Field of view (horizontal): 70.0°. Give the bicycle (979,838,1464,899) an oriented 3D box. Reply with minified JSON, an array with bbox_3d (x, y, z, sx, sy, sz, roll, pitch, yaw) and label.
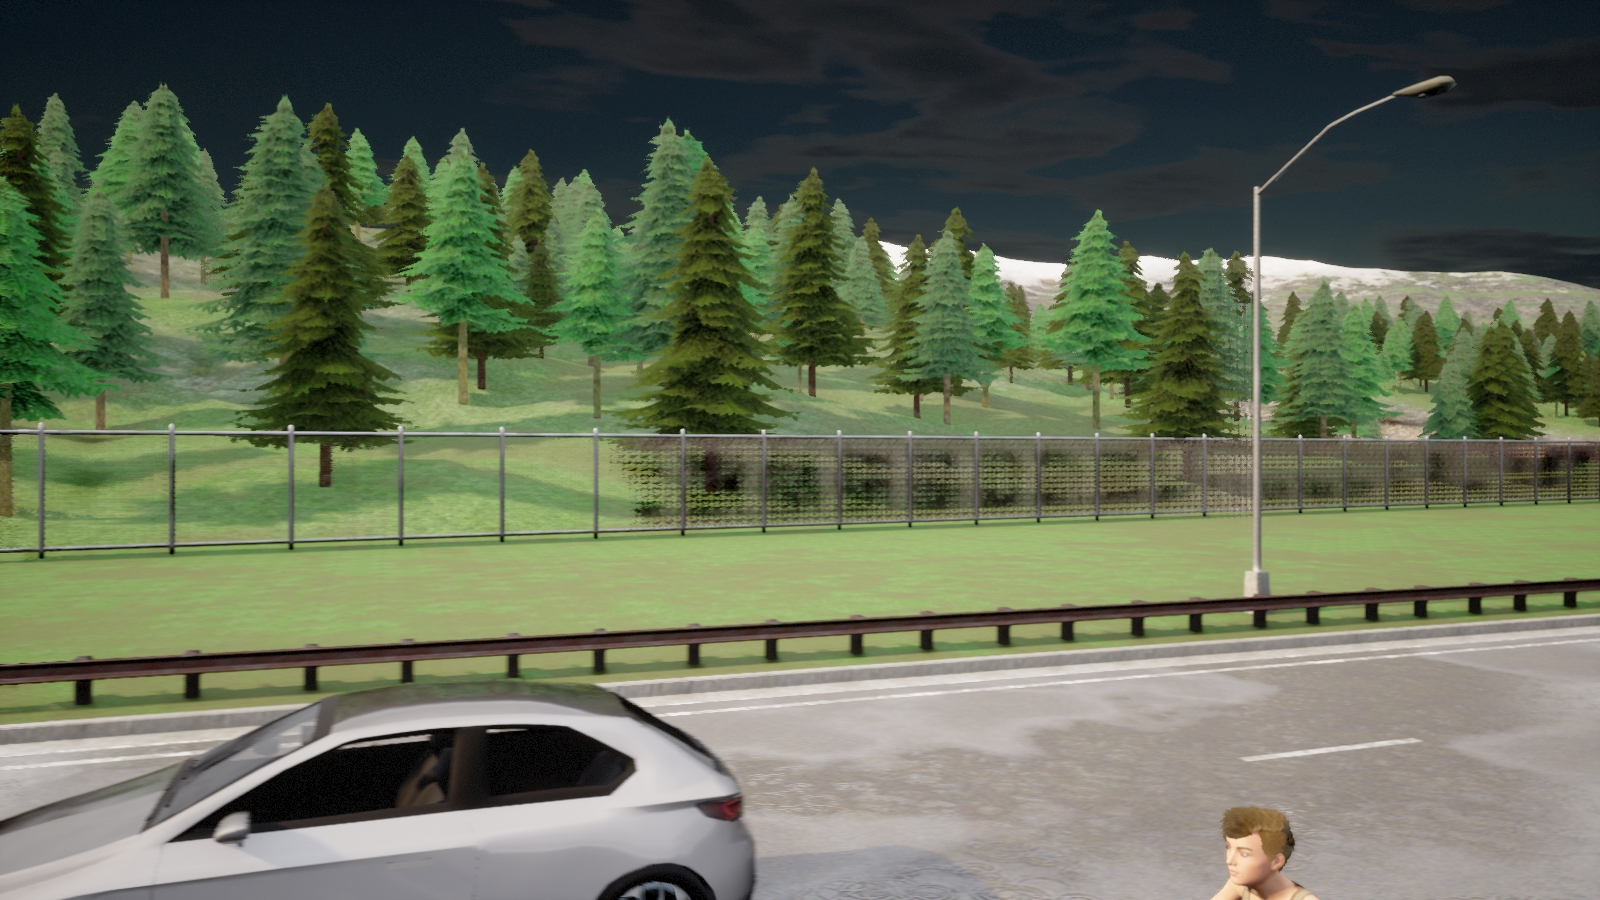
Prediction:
[{"bbox_3d":[1.467,2.159,3.819,1.487,1.277,0.859,0,0,-20],"label":"bicycle"}]

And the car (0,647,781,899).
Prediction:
[{"bbox_3d":[-2.379,2.066,6.161,4.193,1.474,1.816,0,0,-20],"label":"car"}]
